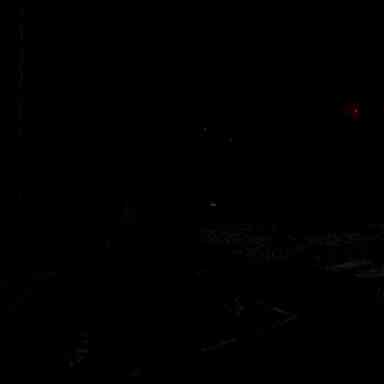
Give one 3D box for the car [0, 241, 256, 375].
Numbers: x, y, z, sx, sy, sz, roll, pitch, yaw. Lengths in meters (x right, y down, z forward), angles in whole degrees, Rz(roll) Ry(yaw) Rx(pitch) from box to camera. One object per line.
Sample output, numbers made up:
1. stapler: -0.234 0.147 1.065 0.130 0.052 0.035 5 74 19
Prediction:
1. car: -0.788 1.576 5.626 4.313 1.339 1.947 0 0 -35
